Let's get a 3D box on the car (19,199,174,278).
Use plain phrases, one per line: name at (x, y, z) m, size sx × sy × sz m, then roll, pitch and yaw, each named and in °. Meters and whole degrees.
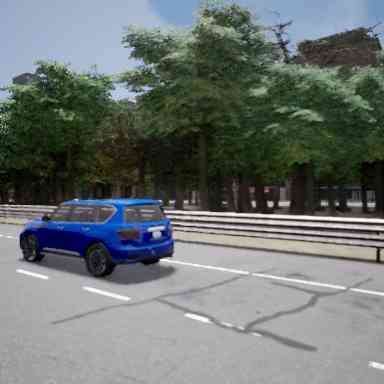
car at (-3.110, 1.233, 10.394) m, size 5.566 × 2.045 × 2.150 m, roll 0°, pitch 0°, yaw 36°
